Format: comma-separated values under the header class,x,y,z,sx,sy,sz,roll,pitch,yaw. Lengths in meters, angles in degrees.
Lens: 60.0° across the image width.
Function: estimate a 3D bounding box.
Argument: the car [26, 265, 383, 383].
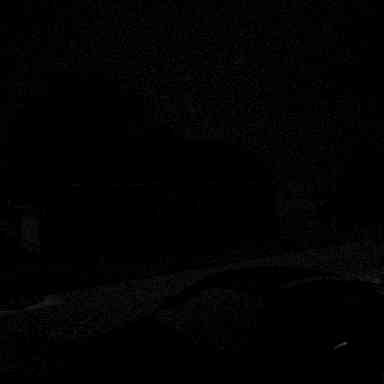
class,x,y,z,sx,sy,sz,roll,pitch,yaw
car,0.682,1.641,3.668,4.674,1.442,1.812,0,-2,-34
